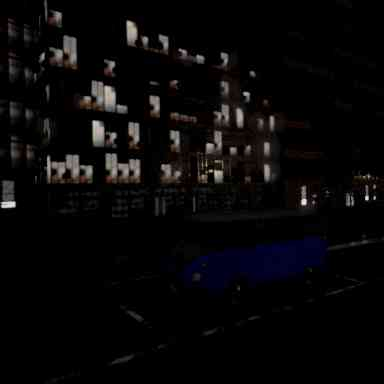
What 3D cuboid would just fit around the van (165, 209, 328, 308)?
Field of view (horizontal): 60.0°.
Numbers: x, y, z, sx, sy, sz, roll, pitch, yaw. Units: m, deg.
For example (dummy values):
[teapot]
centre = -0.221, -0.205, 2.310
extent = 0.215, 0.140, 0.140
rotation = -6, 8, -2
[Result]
[van]
centre = 1.350, 1.318, 7.538
extent = 3.998, 1.788, 1.690
rotation = 0, -1, -35
